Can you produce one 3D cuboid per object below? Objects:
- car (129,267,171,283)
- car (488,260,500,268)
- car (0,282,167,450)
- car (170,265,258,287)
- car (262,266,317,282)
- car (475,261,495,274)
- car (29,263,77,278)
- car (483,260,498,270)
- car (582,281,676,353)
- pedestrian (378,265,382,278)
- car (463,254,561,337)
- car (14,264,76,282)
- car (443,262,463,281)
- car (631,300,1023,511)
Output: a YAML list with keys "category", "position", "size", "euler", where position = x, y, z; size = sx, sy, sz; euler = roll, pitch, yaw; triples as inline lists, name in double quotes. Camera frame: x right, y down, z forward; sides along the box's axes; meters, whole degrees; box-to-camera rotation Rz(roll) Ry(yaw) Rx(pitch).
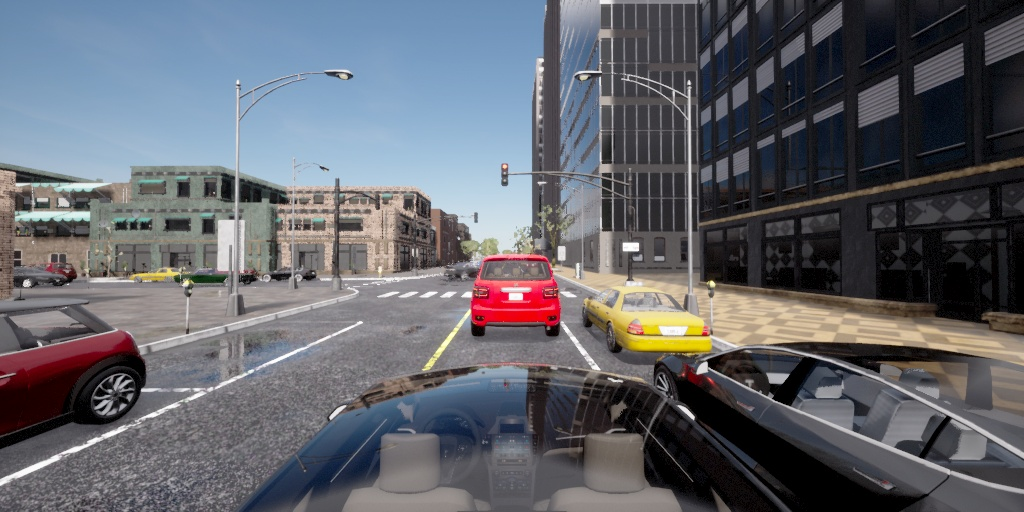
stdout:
- category: "car"
  position: [-30.743, 1.627, 31.577]
  size: [4.829, 1.417, 1.751]
  euler: [0, 0, 1]
- category: "car"
  position: [-3.193, 1.375, 64.469]
  size: [1.895, 1.301, 4.718]
  euler: [0, 0, 0]
- category: "car"
  position: [-5.692, 1.190, 2.827]
  size: [1.967, 1.591, 4.097]
  euler: [0, 0, 0]
- category: "car"
  position: [-21.087, 1.520, 25.691]
  size: [4.718, 1.301, 1.895]
  euler: [-1, -1, 1]
- category: "car"
  position: [-19.477, 1.562, 31.458]
  size: [4.313, 1.339, 1.948]
  euler: [0, 0, 1]
- category: "car"
  position: [-3.193, 1.312, 43.986]
  size: [2.033, 1.411, 5.357]
  euler: [0, 0, 0]
- category: "car"
  position: [-41.669, 1.522, 31.692]
  size: [5.009, 1.841, 2.192]
  euler: [0, 0, 1]
- category: "car"
  position: [-3.209, 1.317, 54.174]
  size: [2.033, 1.411, 5.357]
  euler: [0, 0, 0]
- category: "car"
  position: [2.813, 1.277, 8.605]
  size: [1.751, 1.417, 4.829]
  euler: [0, 0, 0]
- category: "pedestrian"
  position: [-12.616, 1.399, 34.339]
  size: [0.375, 1.300, 0.375]
  euler: [0, 0, 1]
- category: "car"
  position: [0.081, 0.975, 10.480]
  size: [2.150, 2.045, 5.566]
  euler: [0, 0, 0]
- category: "car"
  position: [-35.157, 1.559, 25.850]
  size: [4.892, 1.490, 1.837]
  euler: [-1, -1, 1]
- category: "car"
  position: [-3.309, 1.250, 29.606]
  size: [4.902, 1.511, 2.128]
  euler: [0, 0, -43]
- category: "car"
  position: [2.655, 1.316, 2.791]
  size: [1.948, 1.339, 4.313]
  euler: [0, 0, 0]
